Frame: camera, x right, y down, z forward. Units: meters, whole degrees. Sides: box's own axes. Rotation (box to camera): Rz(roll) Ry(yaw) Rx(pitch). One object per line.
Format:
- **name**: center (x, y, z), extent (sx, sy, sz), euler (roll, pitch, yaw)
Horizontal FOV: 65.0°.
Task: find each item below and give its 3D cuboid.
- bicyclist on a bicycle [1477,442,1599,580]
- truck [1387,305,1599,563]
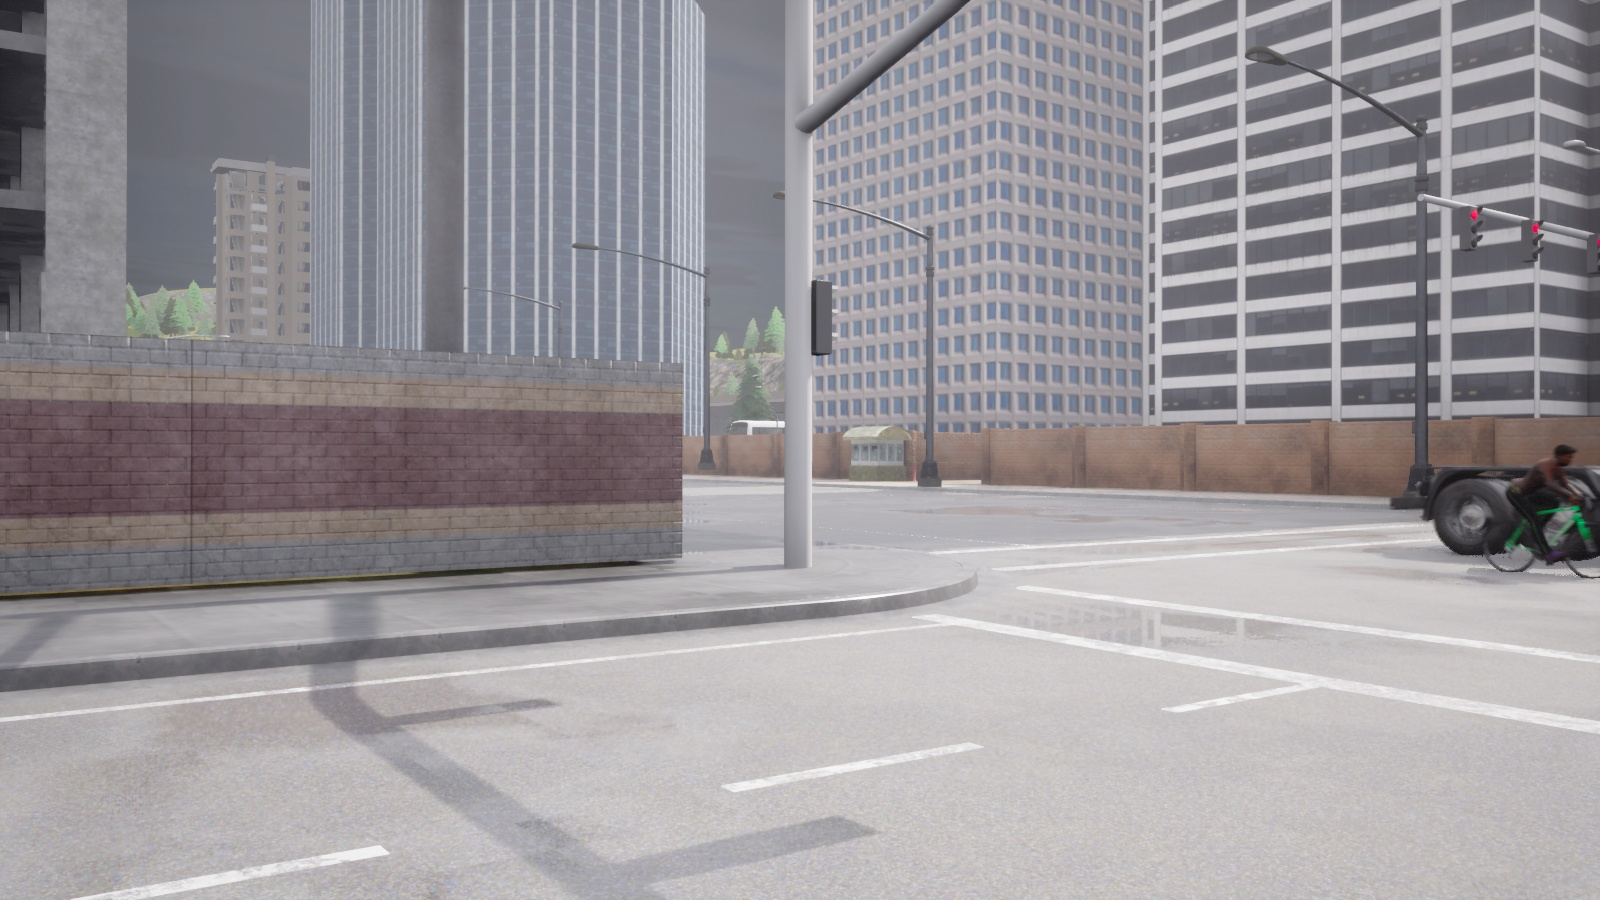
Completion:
- **bicyclist on a bicycle**: center (9.267, 0.716, 15.363), extent (0.582, 1.620, 1.656), euler (0, 0, -35)
- **truck**: center (12.476, -0.222, 16.874), extent (2.891, 3.462, 7.936), euler (0, 0, -35)
